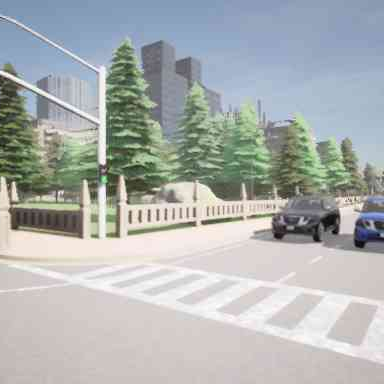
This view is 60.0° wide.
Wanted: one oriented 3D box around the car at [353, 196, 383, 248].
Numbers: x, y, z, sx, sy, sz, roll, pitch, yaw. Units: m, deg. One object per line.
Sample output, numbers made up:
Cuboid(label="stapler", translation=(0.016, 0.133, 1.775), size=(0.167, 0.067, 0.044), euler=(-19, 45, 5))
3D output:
Cuboid(label="car", translation=(8.436, 1.221, 14.394), size=(2.150, 2.045, 5.566), euler=(0, 0, 32))

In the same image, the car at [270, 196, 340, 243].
Cuboid(label="car", translation=(5.884, 1.220, 16.760), size=(2.150, 2.045, 5.566), euler=(0, 0, 35))
